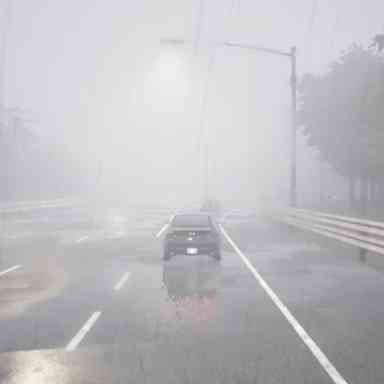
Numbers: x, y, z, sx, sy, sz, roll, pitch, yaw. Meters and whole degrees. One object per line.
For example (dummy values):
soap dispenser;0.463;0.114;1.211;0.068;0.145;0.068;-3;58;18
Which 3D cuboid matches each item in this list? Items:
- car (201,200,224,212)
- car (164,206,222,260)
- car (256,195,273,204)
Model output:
car;2.111;1.519;34.872;2.033;1.411;5.357;0;0;13
car;0.008;1.496;12.329;1.837;1.490;4.892;0;0;0
car;13.667;1.284;62.454;2.097;1.767;4.553;0;0;33
